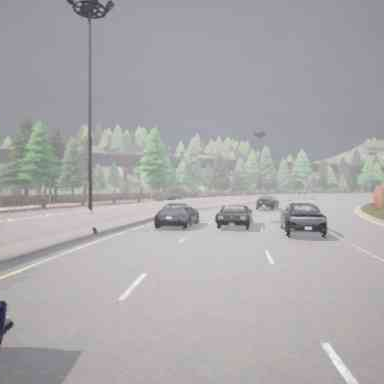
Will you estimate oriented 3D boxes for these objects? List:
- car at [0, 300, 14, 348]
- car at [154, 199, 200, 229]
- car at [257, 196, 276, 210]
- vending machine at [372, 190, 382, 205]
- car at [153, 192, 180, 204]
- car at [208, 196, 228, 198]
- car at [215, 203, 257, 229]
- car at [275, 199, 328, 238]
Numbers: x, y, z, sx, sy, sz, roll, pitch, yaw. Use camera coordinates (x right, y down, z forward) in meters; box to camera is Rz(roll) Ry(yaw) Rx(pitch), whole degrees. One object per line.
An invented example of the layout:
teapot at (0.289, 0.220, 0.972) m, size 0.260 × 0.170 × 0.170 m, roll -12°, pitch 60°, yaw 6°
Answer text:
car at (-3.262, 1.578, 2.104) m, size 1.895 × 1.301 × 4.718 m, roll 0°, pitch 1°, yaw 2°
car at (-0.817, 1.375, 20.269) m, size 1.994 × 1.385 × 4.181 m, roll 0°, pitch 1°, yaw 13°
car at (8.417, 1.167, 36.787) m, size 1.837 × 1.490 × 4.892 m, roll 0°, pitch 0°, yaw 24°
vending machine at (25.788, 0.779, 46.343) m, size 1.100 × 2.100 × 0.880 m, roll 0°, pitch 1°, yaw 36°
car at (-3.888, 0.871, 51.618) m, size 2.097 × 1.767 × 4.553 m, roll 0°, pitch 1°, yaw 29°
car at (4.437, 1.009, 52.101) m, size 2.128 × 1.511 × 4.902 m, roll 0°, pitch 1°, yaw 32°
car at (2.680, 1.415, 20.120) m, size 1.895 × 1.301 × 4.718 m, roll 0°, pitch 1°, yaw 13°
car at (5.564, 1.337, 16.898) m, size 2.128 × 1.511 × 4.902 m, roll 0°, pitch 1°, yaw 11°
